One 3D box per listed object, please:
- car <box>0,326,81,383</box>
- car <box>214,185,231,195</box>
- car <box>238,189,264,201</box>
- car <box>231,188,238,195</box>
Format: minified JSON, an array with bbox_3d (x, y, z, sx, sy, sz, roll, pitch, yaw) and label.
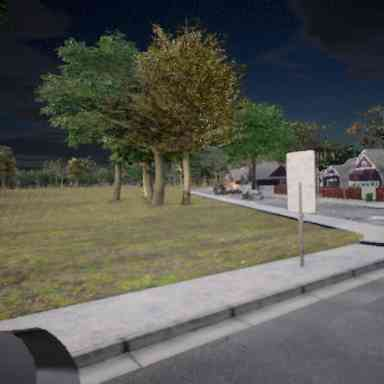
[{"bbox_3d":[-2.773,1.545,1.004,4.902,1.511,2.128,-2,1,-37],"label":"car"},{"bbox_3d":[5.566,-0.127,63.516,1.837,1.490,4.892,-2,1,-6],"label":"car"},{"bbox_3d":[7.822,0.382,42.956,1.812,1.442,4.674,-2,2,-6],"label":"car"},{"bbox_3d":[8.179,-0.187,65.648,1.895,1.301,4.718,-2,2,-6],"label":"car"}]
